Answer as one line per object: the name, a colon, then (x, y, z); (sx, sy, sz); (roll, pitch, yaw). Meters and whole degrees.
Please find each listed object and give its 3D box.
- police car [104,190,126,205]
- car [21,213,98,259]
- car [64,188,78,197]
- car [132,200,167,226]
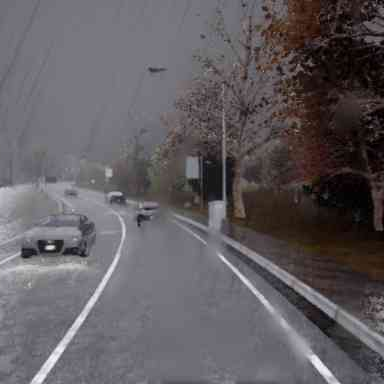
police car: (-9.504, 0.631, 40.781); (1.930, 1.638, 5.238); (1, 2, -24)
car: (-4.679, 1.496, 12.248); (1.994, 1.385, 4.181); (0, 1, -9)
car: (-19.104, 0.048, 52.461); (2.033, 1.411, 5.357); (1, 2, -26)
car: (-2.864, 1.296, 22.063); (2.128, 1.511, 4.902); (1, 1, -14)
